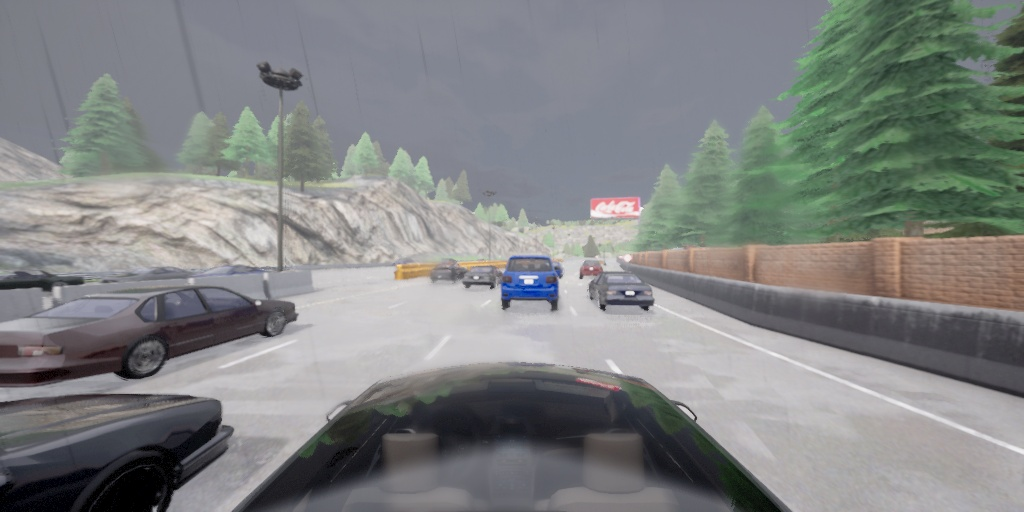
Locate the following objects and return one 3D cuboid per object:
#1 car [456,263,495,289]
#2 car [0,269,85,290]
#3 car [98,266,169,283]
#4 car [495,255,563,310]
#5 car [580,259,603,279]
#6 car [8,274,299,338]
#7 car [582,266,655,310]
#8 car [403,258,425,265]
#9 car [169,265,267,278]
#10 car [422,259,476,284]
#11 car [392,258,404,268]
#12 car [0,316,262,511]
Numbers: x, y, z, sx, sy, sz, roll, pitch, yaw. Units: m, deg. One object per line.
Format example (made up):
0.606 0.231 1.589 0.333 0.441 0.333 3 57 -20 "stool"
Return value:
-1.699 1.311 23.245 2.033 1.411 5.357 0 0 9 "car"
-23.785 1.293 16.794 1.895 1.301 4.718 0 0 5 "car"
-19.925 1.270 19.899 1.994 1.385 4.181 0 0 7 "car"
0.832 0.986 15.084 2.150 2.045 5.566 0 0 5 "car"
7.476 1.152 33.661 2.097 1.767 4.553 0 0 13 "car"
-6.734 1.282 7.168 2.033 1.411 5.357 0 0 2 "car"
4.302 1.322 14.819 2.033 1.411 5.357 0 0 6 "car"
-15.202 1.355 58.624 1.895 1.301 4.718 0 0 15 "car"
-16.341 1.243 20.692 1.812 1.442 4.674 0 0 7 "car"
-4.578 1.250 27.091 2.128 1.511 4.902 0 0 10 "car"
-18.291 1.099 60.610 2.097 1.767 4.553 0 0 15 "car"
-3.372 1.287 0.664 2.033 1.411 5.357 0 0 0 "car"
